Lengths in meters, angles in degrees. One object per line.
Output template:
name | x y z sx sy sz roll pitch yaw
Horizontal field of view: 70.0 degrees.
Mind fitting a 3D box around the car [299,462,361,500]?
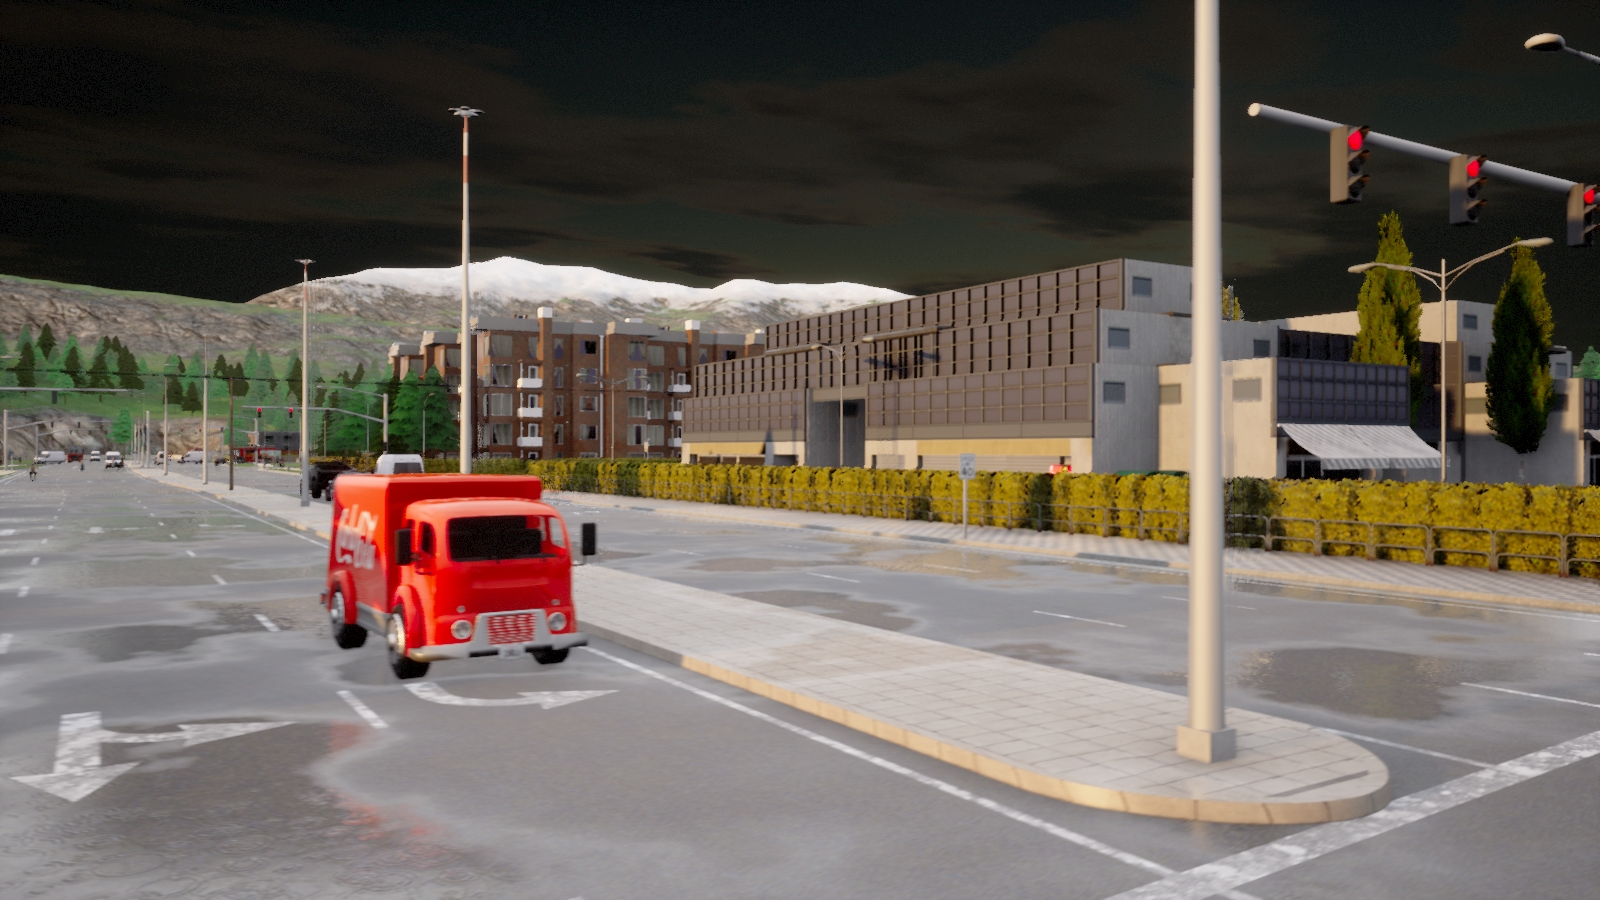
car | -27.928 1.765 67.735 2.390 2.098 6.274 0 0 -32

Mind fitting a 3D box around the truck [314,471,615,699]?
truck | -4.829 1.572 15.769 2.627 2.467 5.204 0 0 -33

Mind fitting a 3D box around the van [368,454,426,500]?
van | -24.110 1.548 68.213 1.988 2.561 5.915 0 0 -32

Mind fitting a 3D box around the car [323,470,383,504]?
car | -24.193 1.979 61.748 2.242 1.667 4.611 0 0 -32
